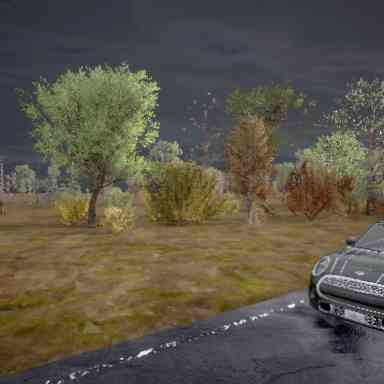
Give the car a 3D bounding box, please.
[{"bbox_3d":[4.335,1.352,6.580,4.553,1.767,2.097,0,0,-37],"label":"car"}]
